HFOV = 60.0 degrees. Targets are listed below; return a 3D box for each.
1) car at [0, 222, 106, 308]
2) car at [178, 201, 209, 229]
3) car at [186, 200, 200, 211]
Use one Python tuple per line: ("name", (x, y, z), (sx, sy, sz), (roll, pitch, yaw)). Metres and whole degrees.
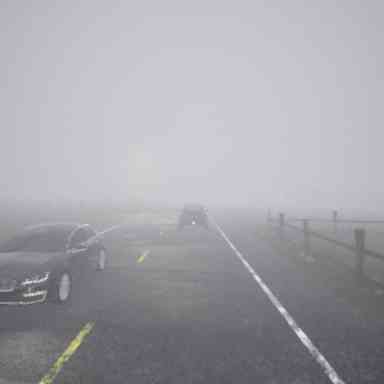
("car", (-3.504, 1.577, 8.286), (1.837, 1.490, 4.892), (0, -1, 0))
("car", (0.094, 1.657, 22.994), (1.837, 1.490, 4.892), (0, 0, 0))
("car", (0.087, 1.897, 47.222), (1.895, 1.301, 4.718), (0, 0, 0))
